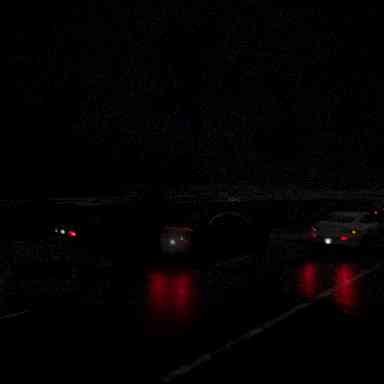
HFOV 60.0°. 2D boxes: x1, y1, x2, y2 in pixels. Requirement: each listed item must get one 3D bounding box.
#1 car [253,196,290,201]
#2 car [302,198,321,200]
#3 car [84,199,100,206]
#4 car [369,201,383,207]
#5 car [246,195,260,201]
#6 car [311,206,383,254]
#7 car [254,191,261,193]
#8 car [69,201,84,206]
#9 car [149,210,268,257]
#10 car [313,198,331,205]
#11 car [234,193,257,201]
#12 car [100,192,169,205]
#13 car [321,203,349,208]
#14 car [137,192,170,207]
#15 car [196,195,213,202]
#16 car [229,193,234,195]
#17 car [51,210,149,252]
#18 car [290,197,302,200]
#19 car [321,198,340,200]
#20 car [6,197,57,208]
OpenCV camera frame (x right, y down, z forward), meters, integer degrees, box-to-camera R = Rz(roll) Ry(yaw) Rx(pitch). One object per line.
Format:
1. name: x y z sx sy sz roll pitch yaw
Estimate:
1. car: 10.204 1.545 42.377 1.812 1.442 4.674 0 0 45
2. car: 22.050 1.849 59.398 1.994 1.385 4.181 0 -1 44
3. car: -7.017 1.426 29.777 1.994 1.385 4.181 0 0 44
4. car: 16.521 1.517 28.546 1.882 1.535 5.008 0 0 44
5. car: 10.402 1.522 47.558 1.882 1.535 5.008 0 -1 45
6. car: 6.407 1.490 13.326 1.812 1.442 4.674 0 0 44
7. car: 17.783 0.556 90.792 1.812 1.442 4.674 1 2 32
8. car: -9.630 1.370 32.111 1.812 1.442 4.674 0 0 44
9. car: 1.062 1.436 12.719 2.128 1.511 4.902 0 0 44
10. car: 27.436 2.011 69.919 1.812 1.442 4.674 0 -1 44
11. car: 9.032 1.399 51.139 2.097 1.767 4.553 0 0 45
12. car: -4.361 1.102 27.486 2.150 2.045 5.566 0 0 44
13. car: 13.404 1.615 30.365 1.895 1.301 4.718 0 0 44
14. car: -5.652 1.024 49.589 2.150 2.045 5.566 1 0 29
15. car: 2.437 1.205 64.577 1.994 1.385 4.181 1 1 29
16. car: 9.898 0.917 77.767 2.128 1.511 4.902 1 1 30
17. car: -2.870 1.474 13.709 2.033 1.411 5.357 0 0 44
18. car: 19.049 1.733 61.333 1.882 1.535 5.008 0 -1 44
19. car: 24.543 1.780 56.950 1.882 1.535 5.008 0 -1 45
20. car: -16.025 1.304 33.402 2.128 1.511 4.902 0 0 36
